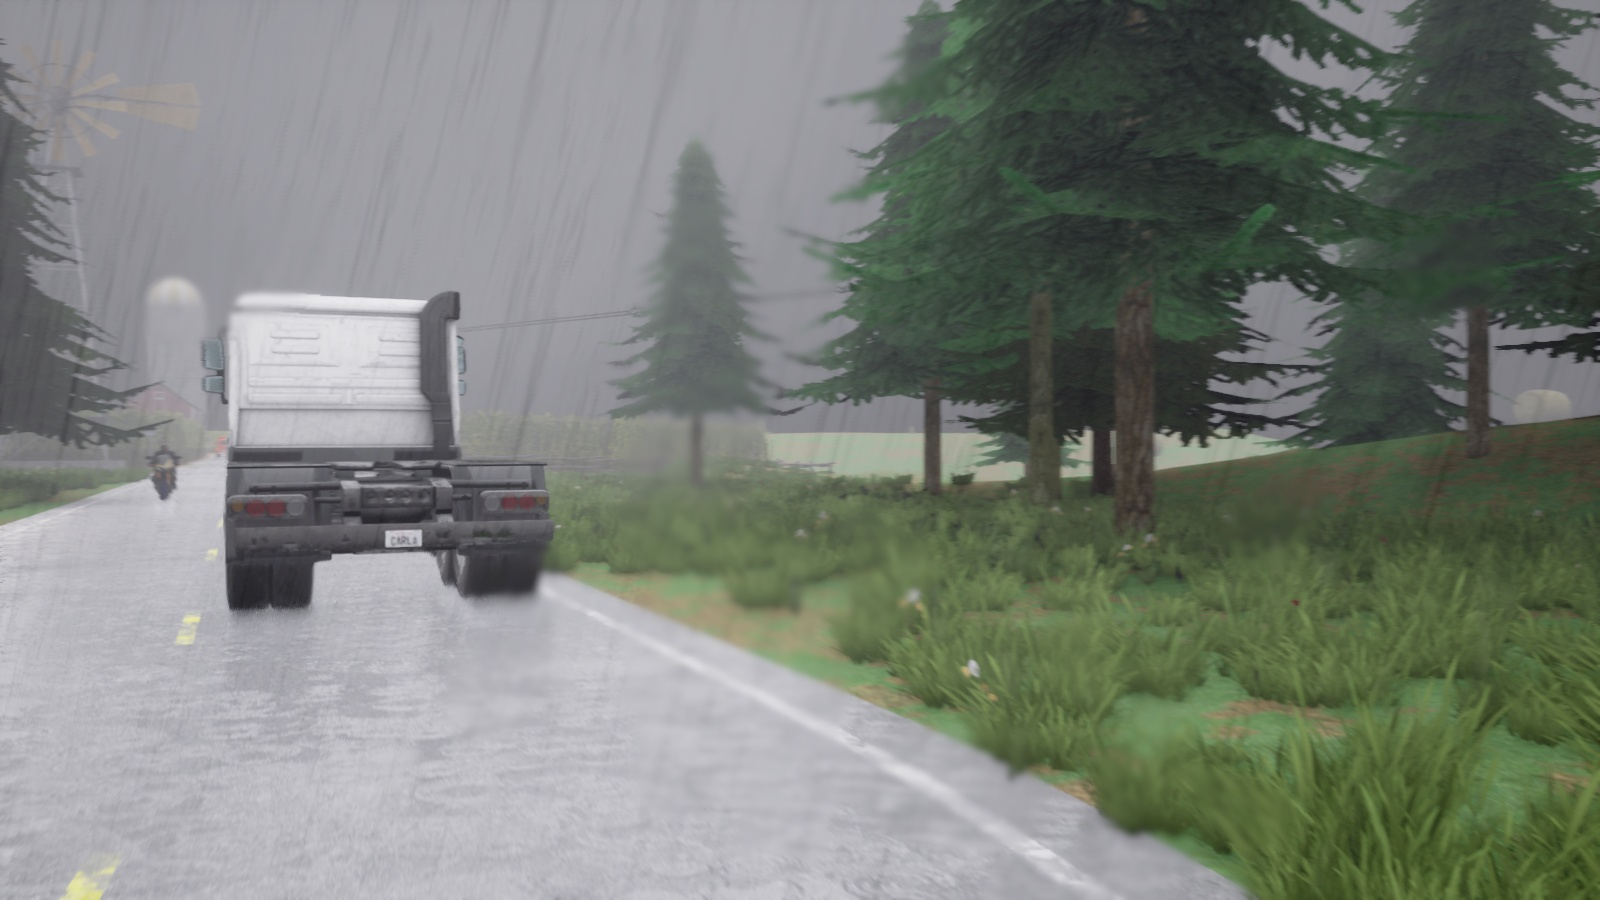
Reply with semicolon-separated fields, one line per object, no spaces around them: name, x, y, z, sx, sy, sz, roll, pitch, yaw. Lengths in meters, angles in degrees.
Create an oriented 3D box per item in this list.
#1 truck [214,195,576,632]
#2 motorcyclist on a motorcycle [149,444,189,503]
truck;-4.913;-0.309;14.165;2.891;3.462;7.936;0;0;-24
motorcyclist on a motorcycle;-17.121;0.611;34.111;0.866;1.530;2.191;0;0;-24
